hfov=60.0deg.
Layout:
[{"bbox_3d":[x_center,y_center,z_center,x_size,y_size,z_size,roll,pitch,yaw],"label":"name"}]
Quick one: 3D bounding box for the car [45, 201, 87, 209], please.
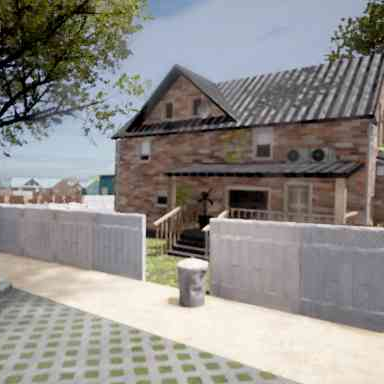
[{"bbox_3d":[-12.991,1.654,34.608,4.181,1.385,1.994,1,1,-42],"label":"car"}]
